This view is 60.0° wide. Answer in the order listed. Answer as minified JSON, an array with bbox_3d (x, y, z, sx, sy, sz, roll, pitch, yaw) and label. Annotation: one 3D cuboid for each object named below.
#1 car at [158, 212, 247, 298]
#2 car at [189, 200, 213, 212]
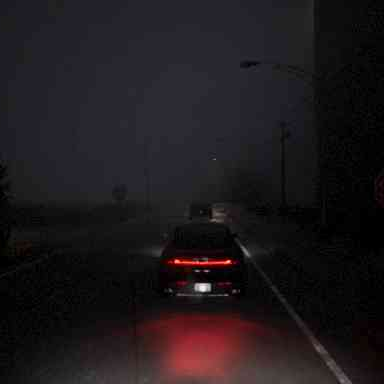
[{"bbox_3d":[0.262,1.503,8.528,1.837,1.490,4.892,0,0,2],"label":"car"},{"bbox_3d":[0.782,1.471,29.163,1.882,1.535,5.008,0,0,1],"label":"car"}]
